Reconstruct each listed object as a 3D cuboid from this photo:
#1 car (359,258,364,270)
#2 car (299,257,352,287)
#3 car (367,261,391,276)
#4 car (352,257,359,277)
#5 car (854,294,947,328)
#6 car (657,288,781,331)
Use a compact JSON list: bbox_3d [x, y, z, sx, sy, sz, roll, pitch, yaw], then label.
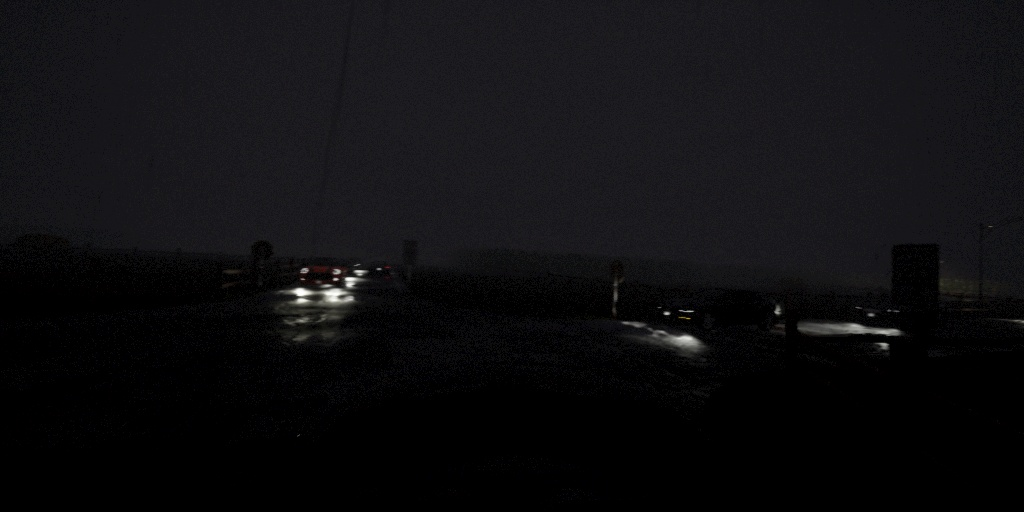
[{"bbox_3d":[-19.177,0.891,43.665,1.837,1.490,4.892,3,0,-20],"label":"car"},{"bbox_3d":[-11.212,0.833,21.596,2.097,1.767,4.553,3,-1,-20],"label":"car"},{"bbox_3d":[-12.576,1.131,34.013,1.994,1.385,4.181,3,-1,-20],"label":"car"},{"bbox_3d":[-14.652,0.944,31.106,1.837,1.490,4.892,3,0,-20],"label":"car"},{"bbox_3d":[19.273,2.645,17.799,4.902,1.511,2.128,3,-2,-20],"label":"car"},{"bbox_3d":[7.844,1.945,13.600,4.892,1.490,1.837,3,-2,-19],"label":"car"}]
